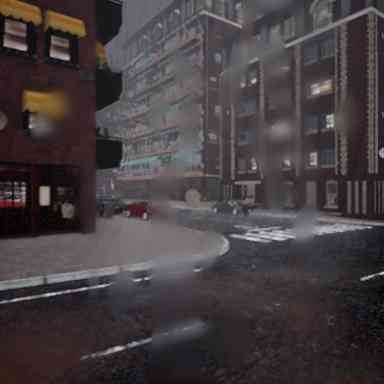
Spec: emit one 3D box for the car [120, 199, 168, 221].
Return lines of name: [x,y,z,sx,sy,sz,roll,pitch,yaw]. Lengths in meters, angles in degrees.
car: [-3.548,1.360,25.661,1.887,1.381,4.507,1,0,-36]

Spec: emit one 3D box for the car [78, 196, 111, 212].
car: [-10.241,1.203,34.809,1.887,1.381,4.507,1,0,-36]

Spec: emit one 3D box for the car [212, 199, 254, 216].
car: [3.608,1.349,30.147,2.008,1.369,4.403,1,0,-36]

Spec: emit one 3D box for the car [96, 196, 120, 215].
car: [-6.888,1.303,30.237,1.947,1.339,4.313,1,0,-36]

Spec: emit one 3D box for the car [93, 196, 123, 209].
car: [-9.789,1.176,38.565,1.994,1.385,4.181,0,1,-36]
